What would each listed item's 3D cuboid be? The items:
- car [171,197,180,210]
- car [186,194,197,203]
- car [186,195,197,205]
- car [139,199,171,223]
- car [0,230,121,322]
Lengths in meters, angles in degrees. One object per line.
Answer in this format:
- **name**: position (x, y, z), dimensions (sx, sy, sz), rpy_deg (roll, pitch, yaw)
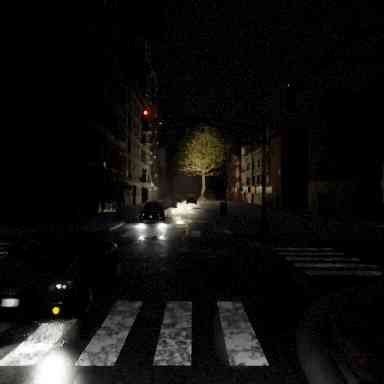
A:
- **car**: position (-2.956, 1.542, 42.970), dimensions (1.994, 1.385, 4.181), rpy_deg (0, 0, 0)
- **car**: position (-0.077, 1.329, 69.338), dimensions (2.097, 1.767, 4.553), rpy_deg (0, 0, 0)
- **car**: position (-0.052, 1.454, 59.363), dimensions (1.882, 1.535, 5.008), rpy_deg (0, 0, 0)
- **car**: position (-2.920, 1.489, 25.829), dimensions (1.837, 1.490, 4.892), rpy_deg (0, 1, 0)
- **car**: position (-2.867, 1.560, 7.237), dimensions (1.994, 1.385, 4.181), rpy_deg (0, 0, 0)
